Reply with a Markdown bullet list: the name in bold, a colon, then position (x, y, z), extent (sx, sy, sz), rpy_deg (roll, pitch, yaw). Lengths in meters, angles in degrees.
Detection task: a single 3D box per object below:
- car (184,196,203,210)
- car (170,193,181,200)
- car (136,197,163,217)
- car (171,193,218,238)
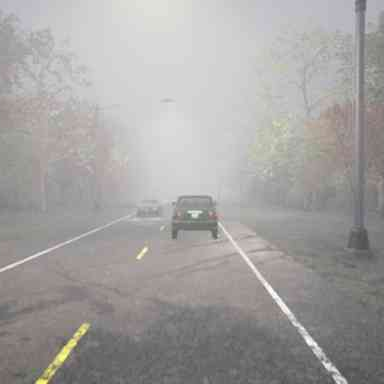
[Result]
- **car**: position (0.145, 1.232, 37.173), extent (1.994, 1.385, 4.181), rpy_deg (0, 1, 0)
- **car**: position (-3.419, 0.894, 69.568), extent (1.895, 1.301, 4.718), rpy_deg (0, 1, 0)
- **car**: position (-3.558, 1.242, 28.352), extent (1.837, 1.490, 4.892), rpy_deg (0, 0, 0)
- **car**: position (0.130, 1.082, 17.037), extent (2.150, 2.045, 5.566), rpy_deg (0, 1, 0)
